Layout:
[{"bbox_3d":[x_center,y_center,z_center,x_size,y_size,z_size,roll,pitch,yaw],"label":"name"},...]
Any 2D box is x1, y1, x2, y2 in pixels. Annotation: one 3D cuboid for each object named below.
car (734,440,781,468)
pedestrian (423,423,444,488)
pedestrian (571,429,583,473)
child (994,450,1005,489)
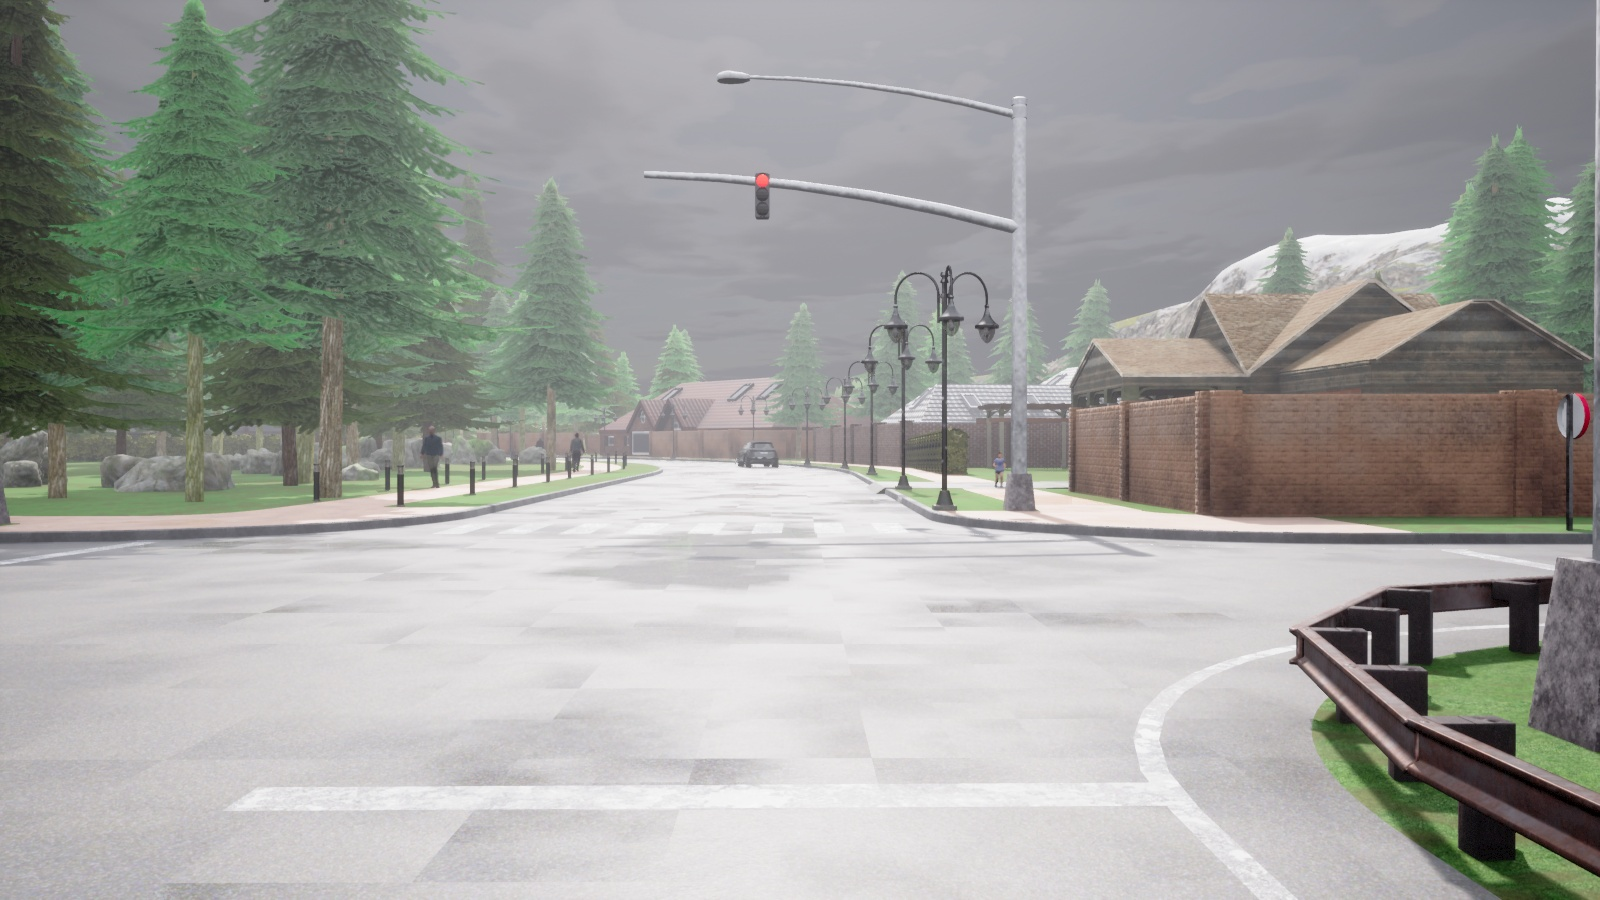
[{"bbox_3d":[-2.579,0.219,75.577,2.033,1.649,4.856,0,0,-11],"label":"car"},{"bbox_3d":[-10.548,0.159,36.147,0.402,1.842,0.726,0,0,0],"label":"pedestrian"},{"bbox_3d":[-9.954,0.047,56.083,0.423,1.949,0.788,0,0,-2],"label":"pedestrian"},{"bbox_3d":[5.767,0.561,36.344,0.255,1.110,0.394,0,0,2],"label":"child"}]
